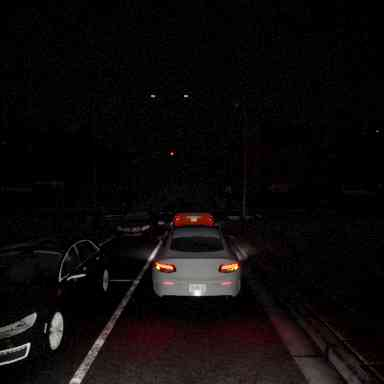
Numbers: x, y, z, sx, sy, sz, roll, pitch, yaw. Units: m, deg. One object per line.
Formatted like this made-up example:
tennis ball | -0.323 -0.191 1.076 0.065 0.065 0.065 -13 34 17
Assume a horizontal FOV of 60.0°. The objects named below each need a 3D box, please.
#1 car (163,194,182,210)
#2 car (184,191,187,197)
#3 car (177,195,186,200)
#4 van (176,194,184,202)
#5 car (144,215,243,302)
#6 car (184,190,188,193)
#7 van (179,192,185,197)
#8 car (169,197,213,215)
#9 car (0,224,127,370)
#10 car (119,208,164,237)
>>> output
car | -2.705 1.484 43.529 1.967 1.590 4.097 -2 0 0
car | -2.730 1.308 71.228 2.192 1.841 5.009 -1 0 0
car | -2.737 1.430 87.849 2.008 1.369 4.403 -1 0 0
van | -2.733 1.302 76.765 1.690 1.788 3.998 -1 0 0
car | 0.093 1.523 8.149 1.812 1.442 4.674 0 0 0
car | -2.744 1.132 93.398 2.192 1.841 5.009 -1 1 0
van | -2.724 1.360 65.685 1.690 1.788 3.998 -1 0 0
car | 0.083 1.353 18.112 2.097 1.767 4.553 0 0 0
car | -2.664 1.548 5.857 2.008 1.369 4.403 -2 0 0
car | -2.674 1.582 16.751 1.802 1.307 4.206 -2 0 0
